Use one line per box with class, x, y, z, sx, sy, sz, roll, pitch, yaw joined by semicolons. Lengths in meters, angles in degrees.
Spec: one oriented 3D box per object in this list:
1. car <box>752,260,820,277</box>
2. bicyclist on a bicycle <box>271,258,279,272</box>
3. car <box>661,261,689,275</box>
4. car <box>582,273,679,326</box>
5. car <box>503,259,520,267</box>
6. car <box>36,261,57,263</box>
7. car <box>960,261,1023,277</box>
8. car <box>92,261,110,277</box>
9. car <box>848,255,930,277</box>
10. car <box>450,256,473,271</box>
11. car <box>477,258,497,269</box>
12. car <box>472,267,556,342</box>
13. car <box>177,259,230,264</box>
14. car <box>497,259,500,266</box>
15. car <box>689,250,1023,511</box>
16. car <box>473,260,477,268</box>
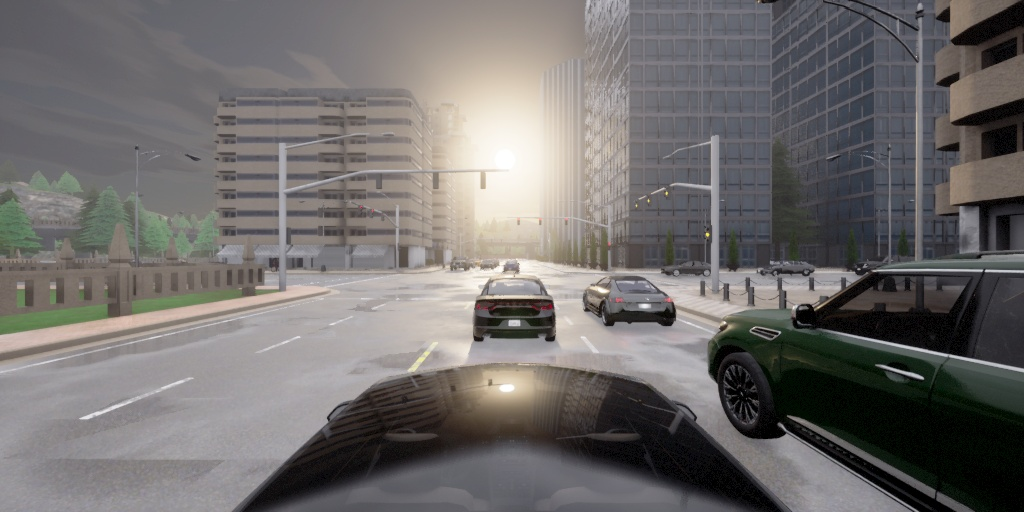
car;26.315;1.186;34.582;4.902;1.511;2.128;0;0;0
bicyclist on a bicycle;-26.109;0.995;39.787;0.582;1.620;1.656;0;0;7
car;16.953;1.199;34.633;4.892;1.490;1.837;0;0;0
car;3.571;1.314;11.622;1.994;1.385;4.181;0;0;0
car;-0.079;1.278;43.948;1.812;1.442;4.674;0;0;3
car;-50.919;1.220;39.207;4.674;1.442;1.812;0;0;44
car;46.533;1.220;34.450;4.674;1.442;1.812;0;0;1
car;-34.606;1.295;29.658;4.718;1.301;1.895;0;0;18
car;36.194;0.916;34.530;5.566;2.045;2.150;0;0;0
car;-7.132;0.972;49.574;2.150;2.045;5.566;0;0;0
car;-3.632;1.255;52.945;1.837;1.490;4.892;0;0;0
car;0.063;1.228;9.841;1.882;1.535;5.008;0;0;0
car;-22.929;1.199;27.898;4.892;1.490;1.837;0;0;3
car;-3.613;1.241;62.285;2.128;1.511;4.902;0;0;0
car;3.601;0.971;2.268;2.150;2.045;5.566;0;0;0
car;-7.125;1.255;59.278;1.837;1.490;4.892;0;0;0
